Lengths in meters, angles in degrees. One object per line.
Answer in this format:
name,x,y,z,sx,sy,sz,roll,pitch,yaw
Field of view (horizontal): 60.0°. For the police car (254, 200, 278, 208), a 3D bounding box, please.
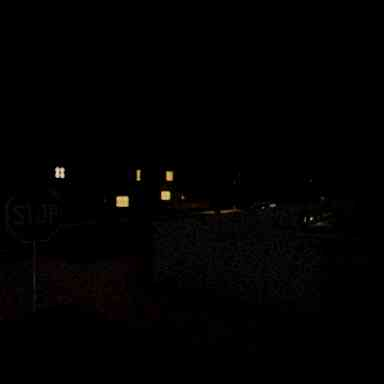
police car,8.372,1.715,38.730,2.038,1.542,4.974,-1,-1,34
